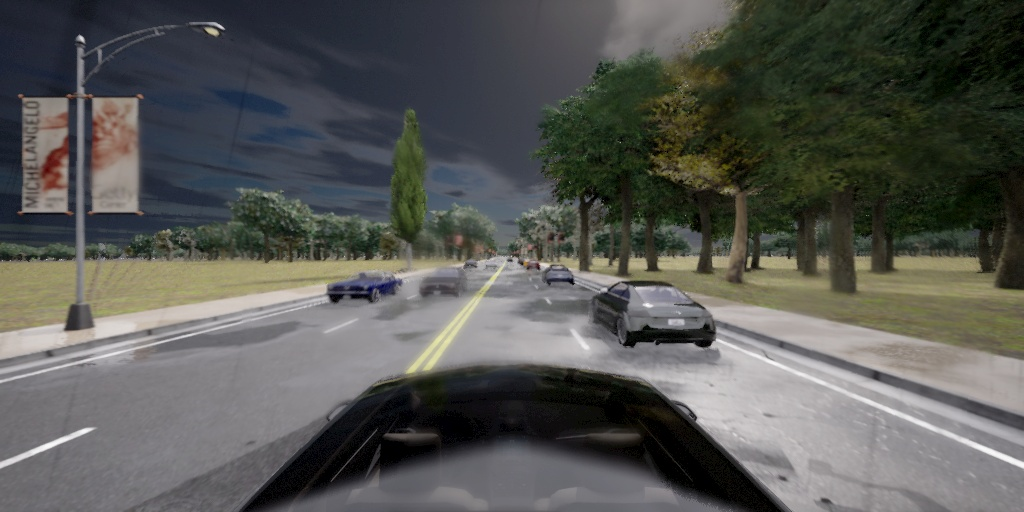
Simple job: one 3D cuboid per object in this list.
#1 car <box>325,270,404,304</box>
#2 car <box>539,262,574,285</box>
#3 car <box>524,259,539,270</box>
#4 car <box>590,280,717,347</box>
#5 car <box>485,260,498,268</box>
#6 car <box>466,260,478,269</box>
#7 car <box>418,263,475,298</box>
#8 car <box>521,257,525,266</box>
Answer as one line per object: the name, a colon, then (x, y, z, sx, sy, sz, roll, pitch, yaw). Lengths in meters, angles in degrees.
car: (-6.610, 1.352, 16.571, 1.895, 1.301, 4.718, 0, 0, 0)
car: (3.324, 1.318, 26.421, 1.994, 1.385, 4.181, 0, 0, 0)
car: (3.128, 1.308, 52.234, 1.812, 1.442, 4.674, 0, 0, 0)
car: (3.348, 1.313, 9.309, 1.994, 1.385, 4.181, 0, 0, 0)
car: (-3.451, 1.395, 60.581, 1.895, 1.301, 4.718, 0, 0, 0)
car: (-6.691, 1.340, 59.582, 2.033, 1.411, 5.357, 0, 0, 0)
car: (-3.362, 1.299, 18.735, 2.033, 1.411, 5.357, 0, 0, 0)
car: (3.067, 1.275, 63.239, 1.882, 1.535, 5.008, 0, 0, 0)
